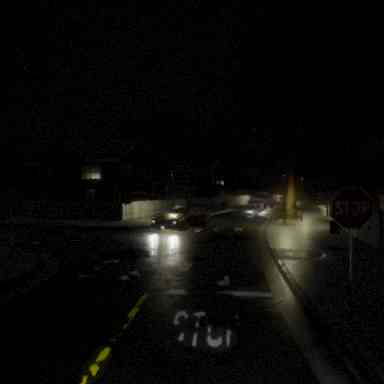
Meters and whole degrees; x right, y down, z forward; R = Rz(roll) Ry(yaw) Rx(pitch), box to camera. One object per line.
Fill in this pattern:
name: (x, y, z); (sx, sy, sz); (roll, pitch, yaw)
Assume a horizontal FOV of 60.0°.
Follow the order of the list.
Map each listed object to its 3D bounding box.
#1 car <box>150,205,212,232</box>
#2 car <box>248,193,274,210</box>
car: (-0.468, 1.543, 20.507); (2.033, 1.411, 5.357); (0, 0, 25)
car: (9.095, 1.175, 43.521); (2.150, 2.045, 5.566); (0, 1, 29)
